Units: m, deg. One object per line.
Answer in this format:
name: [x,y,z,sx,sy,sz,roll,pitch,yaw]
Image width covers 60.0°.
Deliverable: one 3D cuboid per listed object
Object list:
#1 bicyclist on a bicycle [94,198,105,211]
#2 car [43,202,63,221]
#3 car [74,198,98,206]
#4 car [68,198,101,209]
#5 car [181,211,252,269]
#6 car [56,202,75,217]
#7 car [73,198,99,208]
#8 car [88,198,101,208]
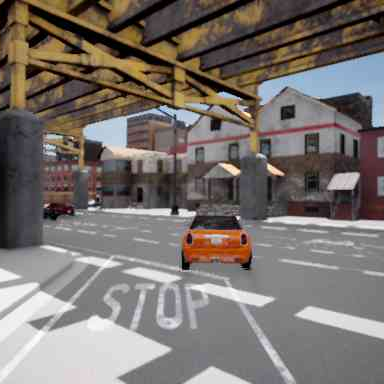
bicyclist on a bicycle: [-11.493,1.572,41.483,0.582,1.620,1.656,0,0,42]
car: [-13.224,1.771,28.327,4.718,1.301,1.895,0,-1,42]
car: [-17.946,1.655,56.591,1.853,1.218,4.536,0,0,12]
car: [-17.047,1.789,52.920,4.974,1.542,2.038,0,0,-18]
car: [0.768,1.439,11.664,2.097,1.767,4.553,0,0,2]
car: [-13.531,1.732,33.543,4.674,1.442,1.812,0,-1,42]
car: [-17.956,1.812,56.539,2.038,1.542,4.974,0,0,12]
car: [-16.997,1.631,52.938,4.536,1.218,1.853,0,0,-18]
